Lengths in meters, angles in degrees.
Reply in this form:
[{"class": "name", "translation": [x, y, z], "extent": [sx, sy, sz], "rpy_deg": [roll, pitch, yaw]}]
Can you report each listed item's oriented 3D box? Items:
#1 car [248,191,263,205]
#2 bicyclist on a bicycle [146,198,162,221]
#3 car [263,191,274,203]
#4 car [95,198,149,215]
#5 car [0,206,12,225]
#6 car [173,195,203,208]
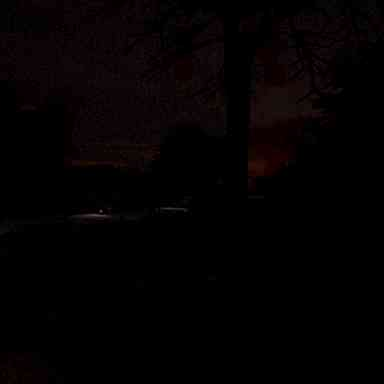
[{"class": "car", "translation": [8.070, 0.830, 48.203], "extent": [2.150, 2.045, 5.566], "rpy_deg": [1, 0, 27]}, {"class": "bicyclist on a bicycle", "translation": [-2.791, 1.285, 24.299], "extent": [1.656, 1.620, 0.582], "rpy_deg": [0, 0, 36]}, {"class": "car", "translation": [13.143, 0.943, 58.881], "extent": [2.150, 2.045, 5.566], "rpy_deg": [1, 0, 22]}, {"class": "car", "translation": [-6.236, 1.229, 30.571], "extent": [2.033, 1.411, 5.357], "rpy_deg": [2, 2, 35]}, {"class": "car", "translation": [-13.637, 1.365, 20.423], "extent": [1.812, 1.442, 4.674], "rpy_deg": [1, 2, 35]}, {"class": "car", "translation": [-0.300, 1.083, 39.779], "extent": [1.812, 1.442, 4.674], "rpy_deg": [1, 1, 31]}]
